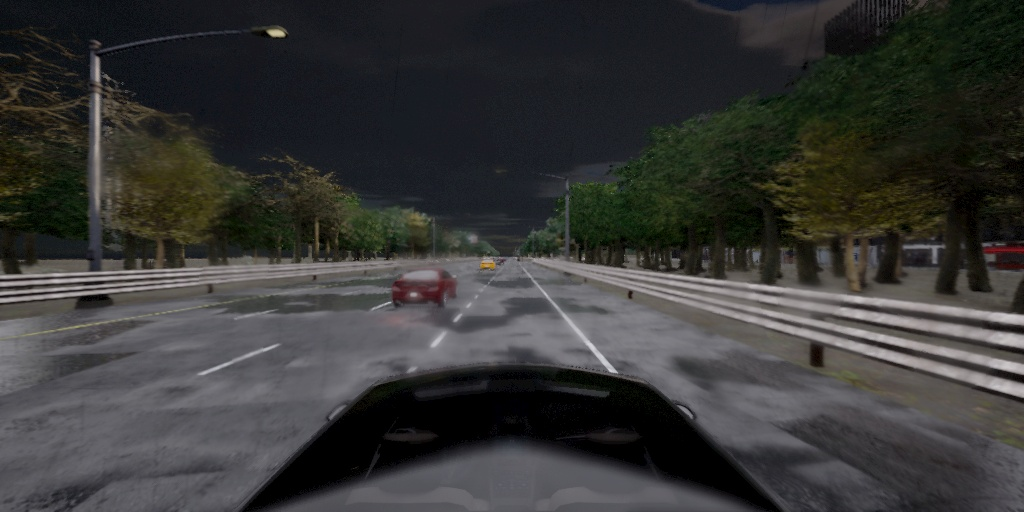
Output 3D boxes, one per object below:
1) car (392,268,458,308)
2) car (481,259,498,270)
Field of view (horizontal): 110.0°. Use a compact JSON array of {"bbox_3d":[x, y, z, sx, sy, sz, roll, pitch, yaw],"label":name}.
[{"bbox_3d":[-3.494,1.230,15.232,1.882,1.535,5.008,0,0,0],"label":"car"},{"bbox_3d":[-3.407,1.237,51.328,1.882,1.535,5.008,0,0,0],"label":"car"}]
